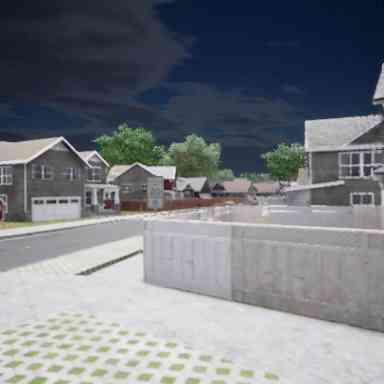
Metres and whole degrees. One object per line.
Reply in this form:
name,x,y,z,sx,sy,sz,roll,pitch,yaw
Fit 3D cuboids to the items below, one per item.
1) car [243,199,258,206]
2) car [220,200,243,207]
car,9.848,1.900,56.334,2.128,1.511,4.902,-1,-1,24
car,5.108,1.860,45.134,1.812,1.442,4.674,-1,-1,22
